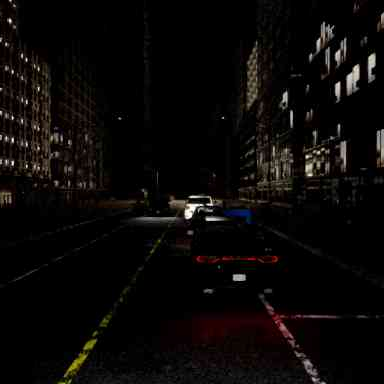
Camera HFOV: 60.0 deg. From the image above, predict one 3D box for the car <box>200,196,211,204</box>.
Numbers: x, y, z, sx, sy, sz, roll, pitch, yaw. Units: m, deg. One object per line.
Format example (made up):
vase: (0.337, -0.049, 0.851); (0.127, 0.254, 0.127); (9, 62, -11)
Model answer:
car: (2.682, 1.559, 66.414); (2.008, 1.369, 4.403); (0, 0, 0)

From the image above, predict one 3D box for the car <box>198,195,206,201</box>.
car: (2.680, 1.557, 89.086); (1.887, 1.381, 4.507); (0, 0, 0)

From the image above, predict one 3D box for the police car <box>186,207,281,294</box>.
police car: (0.900, 1.425, 8.913); (1.930, 1.638, 5.238); (0, 0, 0)

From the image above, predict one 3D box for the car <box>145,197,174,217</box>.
car: (-3.002, 1.528, 31.805); (1.812, 1.442, 4.674); (0, 0, 0)

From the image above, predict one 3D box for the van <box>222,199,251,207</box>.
van: (2.686, 1.342, 21.070); (1.690, 1.788, 3.998); (0, 0, 0)

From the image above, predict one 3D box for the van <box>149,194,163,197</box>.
van: (-5.697, 1.346, 49.411); (1.690, 1.788, 3.998); (0, 0, 0)

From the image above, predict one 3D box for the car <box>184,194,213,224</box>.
car: (0.658, 1.225, 24.913); (2.150, 2.045, 5.566); (0, 0, 4)

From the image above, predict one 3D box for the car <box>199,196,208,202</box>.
car: (2.681, 1.555, 77.750); (1.887, 1.381, 4.507); (0, 0, 0)

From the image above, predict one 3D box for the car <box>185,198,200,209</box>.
car: (0.014, 1.568, 46.199); (1.994, 1.385, 4.181); (0, 0, 0)

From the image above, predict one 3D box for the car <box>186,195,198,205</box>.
car: (-0.006, 1.359, 60.130); (2.097, 1.767, 4.553); (0, 0, 0)

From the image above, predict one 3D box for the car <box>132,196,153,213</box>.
car: (-5.695, 1.528, 37.904); (1.752, 1.417, 4.829); (0, 0, 0)

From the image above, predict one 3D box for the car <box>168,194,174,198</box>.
car: (-5.699, 1.324, 72.083); (2.192, 1.841, 5.009); (0, 0, 0)

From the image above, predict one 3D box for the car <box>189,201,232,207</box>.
car: (0.899, 1.479, 18.804); (1.882, 1.535, 5.008); (0, 0, 0)

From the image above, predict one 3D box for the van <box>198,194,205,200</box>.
van: (2.679, 1.354, 94.754); (1.690, 1.788, 3.998); (0, 0, 0)

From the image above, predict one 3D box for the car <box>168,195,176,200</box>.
car: (-5.701, 1.579, 94.754); (1.947, 1.339, 4.313); (0, 0, 0)

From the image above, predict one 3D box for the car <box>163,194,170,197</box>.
car: (-5.697, 1.558, 60.746); (2.008, 1.369, 4.403); (0, 0, 0)

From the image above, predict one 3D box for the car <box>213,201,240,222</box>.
car: (2.686, 1.527, 26.908); (1.752, 1.417, 4.829); (0, 0, 0)
